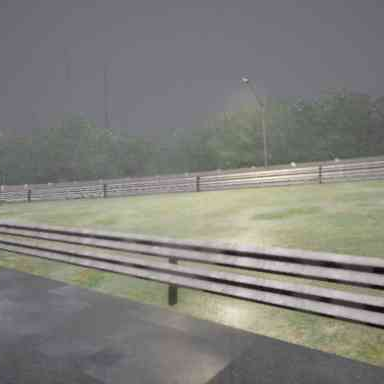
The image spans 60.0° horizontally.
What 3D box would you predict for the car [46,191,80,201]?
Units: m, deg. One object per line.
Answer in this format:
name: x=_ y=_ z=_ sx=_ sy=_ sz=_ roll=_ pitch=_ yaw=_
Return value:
car: x=-16.699 y=0.521 z=43.024 sx=4.674 sy=1.442 sz=1.812 roll=-4 pitch=-2 yaw=20
